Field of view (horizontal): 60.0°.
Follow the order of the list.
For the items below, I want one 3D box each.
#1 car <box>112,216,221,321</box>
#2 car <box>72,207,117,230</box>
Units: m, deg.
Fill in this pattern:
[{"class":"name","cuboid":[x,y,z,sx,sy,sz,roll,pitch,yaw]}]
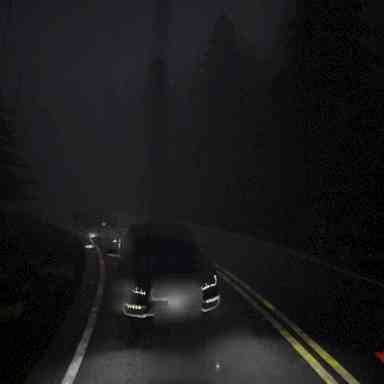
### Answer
[{"class":"car","cuboid":[-0.773,1.494,7.599,1.837,1.490,4.892,-1,0,-12]},{"class":"car","cuboid":[-6.519,1.651,22.062,1.895,1.301,4.718,-3,1,-31]}]
